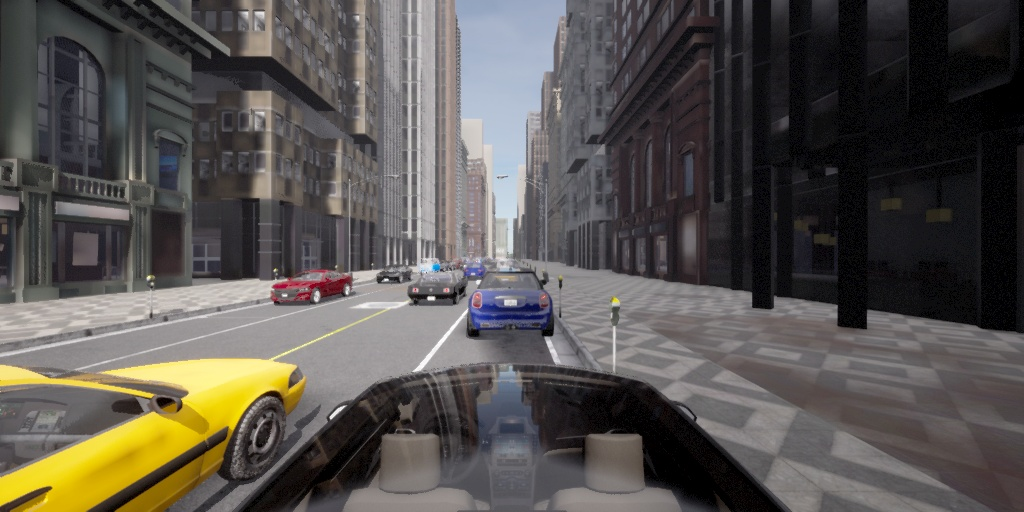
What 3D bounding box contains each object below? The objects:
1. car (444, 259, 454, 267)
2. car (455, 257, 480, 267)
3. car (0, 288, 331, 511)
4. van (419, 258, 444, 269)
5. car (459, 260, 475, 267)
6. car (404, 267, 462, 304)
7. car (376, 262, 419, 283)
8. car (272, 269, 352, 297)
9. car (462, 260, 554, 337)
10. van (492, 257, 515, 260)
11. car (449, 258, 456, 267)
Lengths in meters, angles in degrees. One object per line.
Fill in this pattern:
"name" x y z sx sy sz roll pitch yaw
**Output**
"car" -8.908 1.331 44.482 1.948 1.339 4.313 0 0 0
"car" -6.145 1.290 50.186 2.128 1.511 4.902 0 0 0
"car" -3.145 1.205 1.692 1.801 1.575 5.366 0 0 0
"van" -8.908 1.103 38.846 1.690 1.789 3.998 0 0 0
"car" -3.145 1.292 31.188 1.812 1.442 4.674 0 0 0
"car" -3.145 1.369 16.218 1.895 1.301 4.718 0 0 0
"car" -8.908 1.322 27.572 1.948 1.339 4.313 0 0 0
"car" -8.908 1.297 16.299 1.888 1.381 4.507 0 0 0
"car" -0.032 1.103 10.470 2.097 1.767 4.553 0 0 0
"van" -0.383 1.097 27.584 1.690 1.789 3.998 0 0 0
"car" -8.908 1.334 50.119 1.948 1.339 4.313 0 0 0
